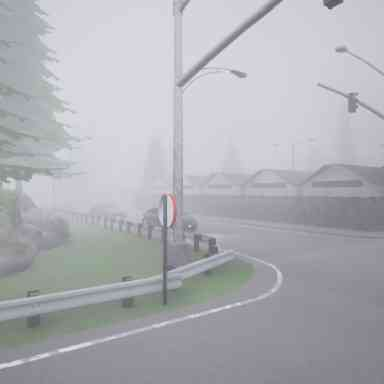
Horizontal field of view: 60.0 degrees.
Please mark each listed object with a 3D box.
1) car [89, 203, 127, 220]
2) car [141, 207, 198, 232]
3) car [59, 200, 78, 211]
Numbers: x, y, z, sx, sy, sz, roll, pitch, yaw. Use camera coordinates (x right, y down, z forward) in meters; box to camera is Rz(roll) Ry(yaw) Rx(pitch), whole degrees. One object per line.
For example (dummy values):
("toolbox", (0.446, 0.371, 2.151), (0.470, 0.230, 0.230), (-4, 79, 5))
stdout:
("car", (-7.610, 1.739, 29.742), (2.033, 1.411, 5.357), (0, 0, -34))
("car", (-1.512, 1.696, 20.984), (1.837, 1.490, 4.892), (0, 0, -35))
("car", (-16.063, 1.731, 43.443), (2.033, 1.411, 5.357), (0, 0, -14))
